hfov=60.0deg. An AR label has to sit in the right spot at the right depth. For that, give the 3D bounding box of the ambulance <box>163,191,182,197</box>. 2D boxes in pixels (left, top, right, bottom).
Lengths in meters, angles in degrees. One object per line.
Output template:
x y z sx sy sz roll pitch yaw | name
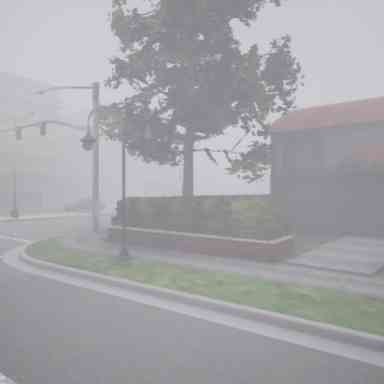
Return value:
-2.902 1.005 54.909 2.351 2.431 6.366 0 0 36 | ambulance

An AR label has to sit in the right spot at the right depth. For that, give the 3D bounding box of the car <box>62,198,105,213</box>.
-11.888 1.483 36.726 1.837 1.490 4.892 0 0 36 | car
